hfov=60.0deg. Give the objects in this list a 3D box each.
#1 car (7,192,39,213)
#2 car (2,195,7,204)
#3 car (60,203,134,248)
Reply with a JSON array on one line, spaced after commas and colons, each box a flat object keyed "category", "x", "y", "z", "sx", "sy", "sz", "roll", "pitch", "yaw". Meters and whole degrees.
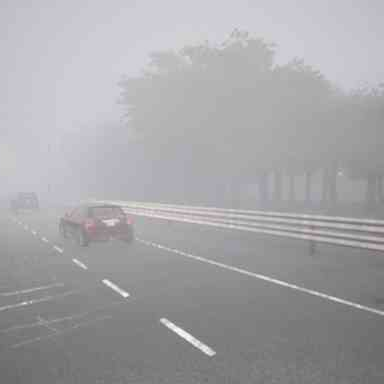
[{"category": "car", "x": -17.112, "y": 1.036, "z": 33.989, "sx": 2.150, "sy": 2.045, "sz": 5.566, "roll": 0, "pitch": 0, "yaw": -34}, {"category": "car", "x": -31.466, "y": 1.182, "z": 57.107, "sx": 1.882, "sy": 1.535, "sz": 5.008, "roll": -1, "pitch": 0, "yaw": -26}, {"category": "car", "x": -4.331, "y": 1.272, "z": 14.695, "sx": 2.097, "sy": 1.767, "sz": 4.553, "roll": 0, "pitch": 0, "yaw": -34}]
